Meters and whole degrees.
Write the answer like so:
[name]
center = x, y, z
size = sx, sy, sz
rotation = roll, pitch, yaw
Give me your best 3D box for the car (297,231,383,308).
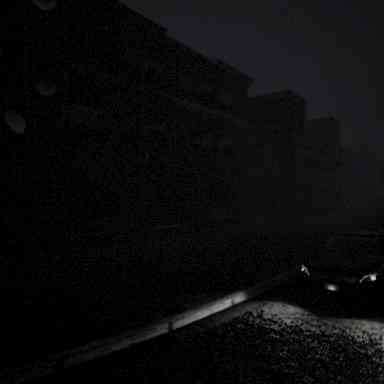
[car]
center = 4.372, 1.792, 8.812
size = 1.812, 1.442, 4.674
rotation = -1, -2, 39
